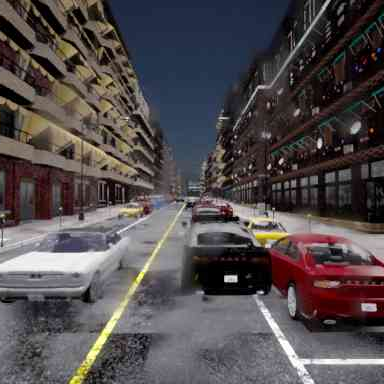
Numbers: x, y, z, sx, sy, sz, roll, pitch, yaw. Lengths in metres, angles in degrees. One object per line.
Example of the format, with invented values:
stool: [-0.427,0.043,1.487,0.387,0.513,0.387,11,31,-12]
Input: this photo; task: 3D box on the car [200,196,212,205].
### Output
car: [2.635,1.579,62.389,1.967,1.590,4.097,1,0,0]

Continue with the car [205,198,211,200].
car: [2.606,1.604,34.735,2.008,1.369,4.403,1,0,0]

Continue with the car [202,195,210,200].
car: [2.618,1.644,51.327,1.887,1.381,4.507,1,0,0]

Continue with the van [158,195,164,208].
van: [-5.261,1.422,45.862,1.690,1.788,3.998,2,0,0]

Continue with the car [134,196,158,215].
car: [-5.267,1.369,34.803,2.192,1.841,5.009,2,0,0]

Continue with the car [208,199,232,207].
car: [2.603,1.586,29.203,1.887,1.381,4.507,1,0,0]

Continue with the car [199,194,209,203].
car: [2.603,1.498,73.451,2.192,1.841,5.009,1,0,0]

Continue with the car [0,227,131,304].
car: [-2.844,1.608,8.259,1.895,1.301,4.718,0,0,0]

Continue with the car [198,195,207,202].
car: [2.607,1.674,84.513,1.967,1.590,4.097,1,0,0]

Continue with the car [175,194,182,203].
car: [-2.701,1.788,74.627,1.895,1.301,4.718,0,0,0]

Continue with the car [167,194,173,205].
car: [-5.250,1.454,62.455,2.192,1.841,5.009,1,0,0]

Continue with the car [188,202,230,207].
car: [0.837,1.527,18.753,1.837,1.490,4.892,0,0,0]

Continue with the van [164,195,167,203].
van: [-5.258,1.440,51.394,1.690,1.788,3.998,1,0,0]

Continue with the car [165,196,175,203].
car: [-5.246,1.773,79.046,1.947,1.339,4.313,1,0,0]

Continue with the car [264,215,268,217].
car: [2.593,1.538,12.783,1.752,1.417,4.829,1,0,0]

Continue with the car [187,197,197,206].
car: [0.039,1.653,59.471,1.812,1.442,4.674,0,0,0]

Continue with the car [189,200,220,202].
car: [0.841,1.558,24.754,1.812,1.442,4.674,0,0,0]

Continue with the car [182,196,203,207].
car: [0.037,1.627,45.279,2.033,1.411,5.357,0,0,0]

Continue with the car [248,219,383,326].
car: [2.589,1.551,7.081,1.887,1.381,4.507,1,0,0]

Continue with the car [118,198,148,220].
car: [-5.276,1.567,29.101,1.752,1.417,4.829,2,0,0]

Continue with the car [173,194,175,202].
car: [-5.246,1.475,67.984,2.192,1.841,5.009,1,0,0]

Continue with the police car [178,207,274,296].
police car: [0.677,1.433,8.840,1.930,1.638,5.238,0,0,-1]
